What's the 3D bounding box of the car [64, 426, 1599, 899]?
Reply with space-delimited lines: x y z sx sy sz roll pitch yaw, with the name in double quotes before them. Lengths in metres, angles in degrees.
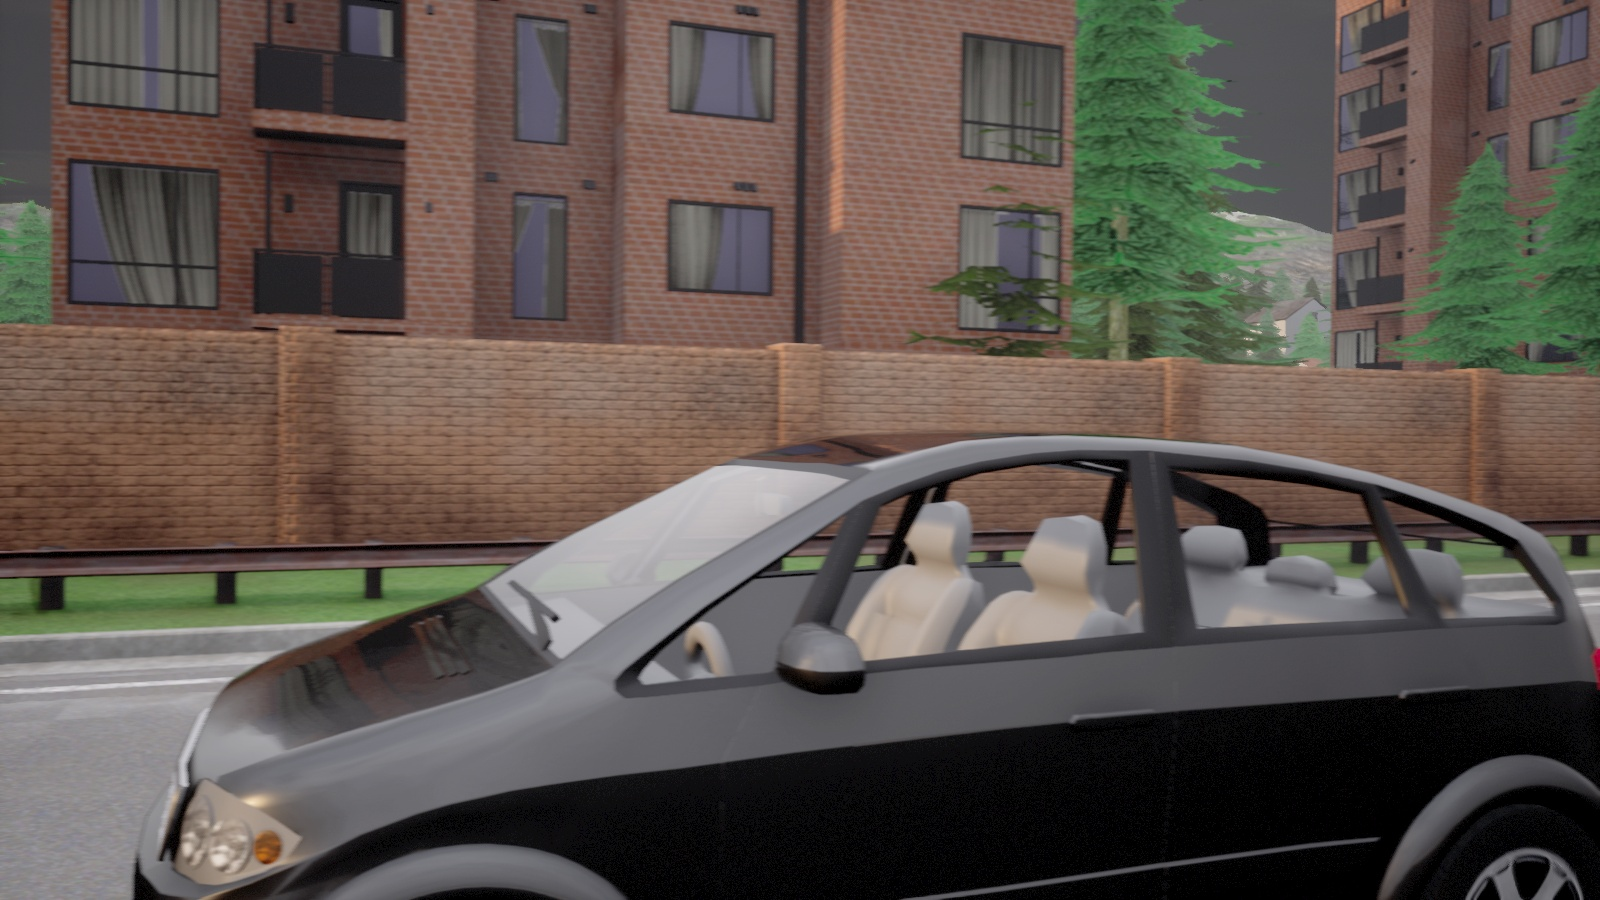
"car" 0.329 0.721 3.364 3.705 1.549 1.789 -1 1 -21
